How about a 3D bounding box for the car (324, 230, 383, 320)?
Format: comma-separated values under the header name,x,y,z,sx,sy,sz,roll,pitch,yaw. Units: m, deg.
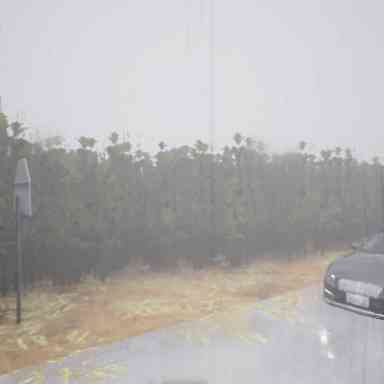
name,x,y,z,sx,sy,sz,roll,pitch,yaw
car,4.705,1.519,6.975,4.902,1.511,2.128,0,0,-37
